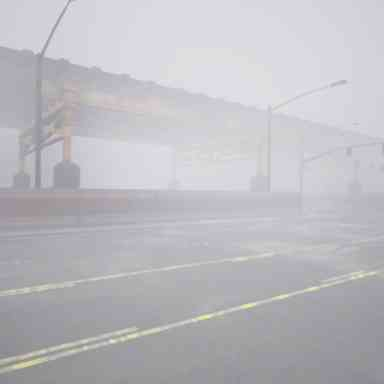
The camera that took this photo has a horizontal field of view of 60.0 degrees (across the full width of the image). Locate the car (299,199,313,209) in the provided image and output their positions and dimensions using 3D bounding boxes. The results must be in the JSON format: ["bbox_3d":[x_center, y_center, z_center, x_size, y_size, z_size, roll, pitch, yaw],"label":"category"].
[{"bbox_3d":[16.445,1.682,48.127,1.853,1.218,4.536,0,0,18],"label":"car"}]

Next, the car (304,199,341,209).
[{"bbox_3d":[20.338,1.889,51.837,4.974,1.542,2.038,0,0,-7],"label":"car"}]

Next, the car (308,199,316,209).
[{"bbox_3d":[16.428,1.839,48.077,2.038,1.542,4.974,0,0,18],"label":"car"}]

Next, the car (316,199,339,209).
[{"bbox_3d":[20.287,1.731,51.831,4.536,1.218,1.853,0,0,-7],"label":"car"}]

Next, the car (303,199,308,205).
[{"bbox_3d":[12.683,1.796,45.391,4.974,1.542,2.038,0,0,8],"label":"car"}]
